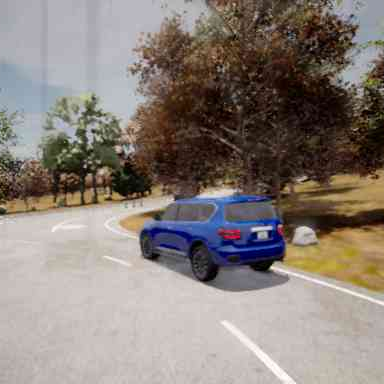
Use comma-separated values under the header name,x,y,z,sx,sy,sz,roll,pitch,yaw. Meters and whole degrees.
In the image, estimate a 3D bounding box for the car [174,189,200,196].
name,x,y,z,sx,sy,sz,roll,pitch,yaw
car,-0.759,0.560,49.702,1.837,1.490,4.892,-1,4,34

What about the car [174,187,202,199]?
name,x,y,z,sx,sy,sz,roll,pitch,yaw
car,-0.624,0.111,56.265,2.128,1.511,4.902,-1,5,36

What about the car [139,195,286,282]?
name,x,y,z,sx,sy,sz,roll,pitch,yaw
car,0.283,1.200,10.132,2.150,2.045,5.566,-1,-1,-31

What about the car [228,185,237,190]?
name,x,y,z,sx,sy,sz,roll,pitch,yaw
car,9.147,-1.304,68.324,1.812,1.442,4.674,-1,5,41
